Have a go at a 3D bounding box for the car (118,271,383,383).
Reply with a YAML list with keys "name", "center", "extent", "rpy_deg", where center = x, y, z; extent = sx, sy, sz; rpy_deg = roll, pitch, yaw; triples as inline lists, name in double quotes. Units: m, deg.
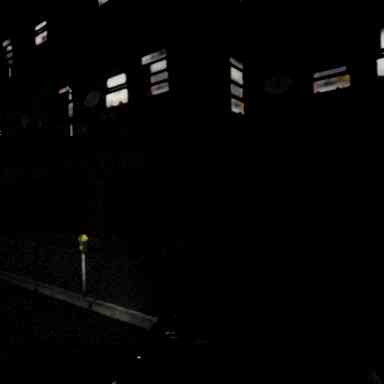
- name: "car"
  center: [2.050, 1.241, 1.700]
  extent: [5.566, 2.045, 2.150]
  rpy_deg: [0, 0, 37]
